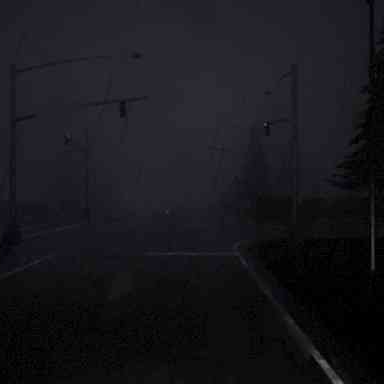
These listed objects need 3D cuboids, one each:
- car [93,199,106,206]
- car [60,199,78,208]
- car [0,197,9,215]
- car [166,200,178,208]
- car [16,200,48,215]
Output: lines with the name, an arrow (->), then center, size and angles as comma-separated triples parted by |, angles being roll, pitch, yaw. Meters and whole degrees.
car -> -17.454, 1.984, 62.915 | 1.845, 1.501, 3.633 | 0, -1, 0
car -> -20.508, 1.923, 55.525 | 1.970, 1.475, 3.806 | 0, -1, 0
car -> -20.839, 1.689, 36.863 | 2.152, 1.636, 5.027 | 0, -1, 0
car -> -3.499, 2.103, 58.628 | 1.994, 1.385, 4.181 | 0, -1, 0
car -> -17.702, 1.698, 36.884 | 2.007, 1.523, 4.514 | 0, -1, 0
